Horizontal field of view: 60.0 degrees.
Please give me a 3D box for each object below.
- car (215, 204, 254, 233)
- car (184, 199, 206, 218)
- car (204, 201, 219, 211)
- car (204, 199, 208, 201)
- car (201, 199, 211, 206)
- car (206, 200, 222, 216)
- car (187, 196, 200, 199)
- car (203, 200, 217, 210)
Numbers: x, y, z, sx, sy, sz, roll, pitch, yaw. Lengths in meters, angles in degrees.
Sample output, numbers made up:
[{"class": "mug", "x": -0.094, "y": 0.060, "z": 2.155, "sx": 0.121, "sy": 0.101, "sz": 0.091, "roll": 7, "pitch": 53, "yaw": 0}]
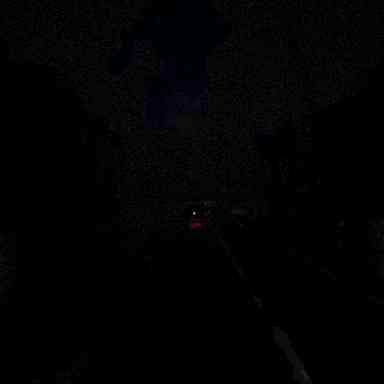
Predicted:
[{"class": "car", "x": 2.709, "y": 1.717, "z": 20.862, "sx": 1.887, "sy": 1.381, "sz": 4.507, "roll": -1, "pitch": 0, "yaw": 0}, {"class": "car", "x": 0.231, "y": 1.790, "z": 33.710, "sx": 1.837, "sy": 1.490, "sz": 4.892, "roll": 0, "pitch": -1, "yaw": 1}, {"class": "car", "x": 2.819, "y": 1.966, "z": 47.893, "sx": 1.887, "sy": 1.381, "sz": 4.507, "roll": -1, "pitch": -1, "yaw": 0}, {"class": "car", "x": 2.797, "y": 1.919, "z": 42.487, "sx": 2.008, "sy": 1.369, "sz": 4.403, "roll": -1, "pitch": -1, "yaw": 0}, {"class": "car", "x": 2.907, "y": 2.190, "z": 69.518, "sx": 1.887, "sy": 1.381, "sz": 4.507, "roll": -1, "pitch": -1, "yaw": 0}, {"class": "car", "x": 2.775, "y": 1.883, "z": 37.081, "sx": 1.947, "sy": 1.339, "sz": 4.313, "roll": -1, "pitch": -1, "yaw": 0}, {"class": "car", "x": 0.252, "y": 1.601, "z": 43.714, "sx": 2.150, "sy": 2.045, "sz": 5.566, "roll": 0, "pitch": -1, "yaw": 2}, {"class": "car", "x": 2.841, "y": 2.026, "z": 53.299, "sx": 2.008, "sy": 1.369, "sz": 4.403, "roll": -1, "pitch": -1, "yaw": 0}]
